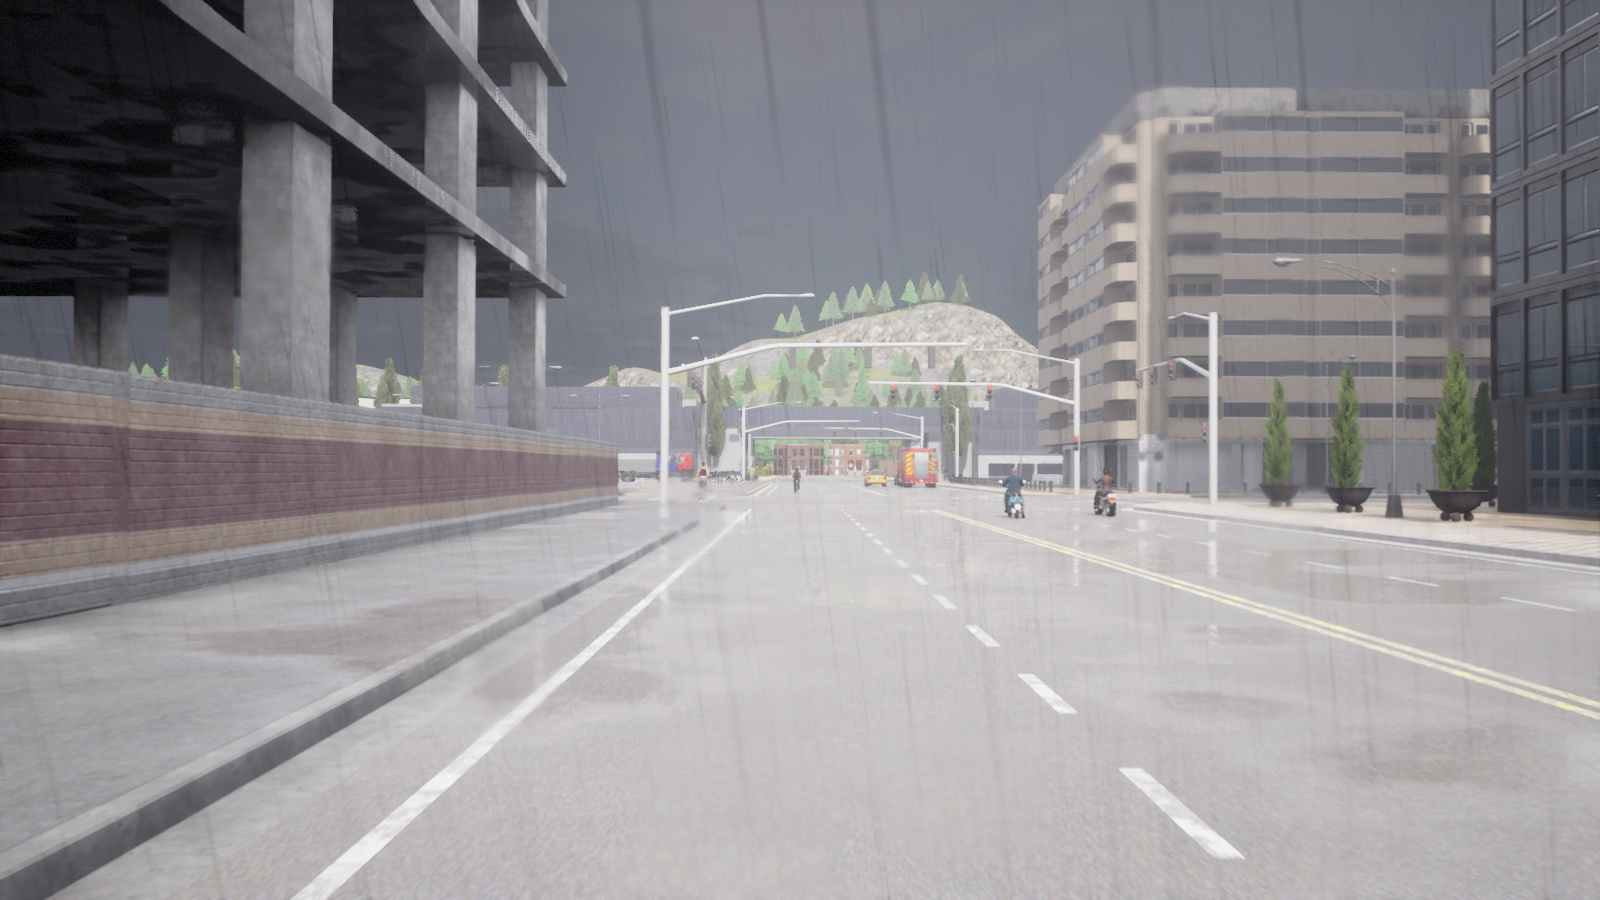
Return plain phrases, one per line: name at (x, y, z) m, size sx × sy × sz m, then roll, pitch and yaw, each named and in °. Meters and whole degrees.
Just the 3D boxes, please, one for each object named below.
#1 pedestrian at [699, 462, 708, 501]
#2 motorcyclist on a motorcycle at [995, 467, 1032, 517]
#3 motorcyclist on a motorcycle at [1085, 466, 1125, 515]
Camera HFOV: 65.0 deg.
pedestrian at (-4.523, 1.465, 58.992) m, size 0.345 × 1.836 × 0.594 m, roll 0°, pitch -1°, yaw 5°
motorcyclist on a motorcycle at (6.901, 1.350, 40.628) m, size 0.866 × 1.590 × 1.817 m, roll 0°, pitch -1°, yaw 0°
motorcyclist on a motorcycle at (10.396, 1.368, 42.924) m, size 0.766 × 1.649 × 2.350 m, roll 0°, pitch -1°, yaw 0°
